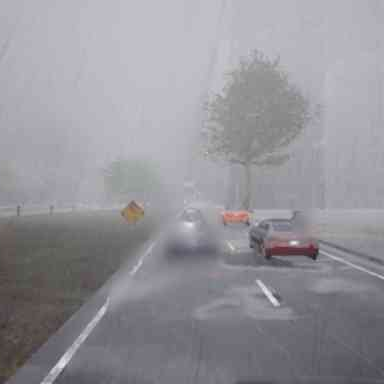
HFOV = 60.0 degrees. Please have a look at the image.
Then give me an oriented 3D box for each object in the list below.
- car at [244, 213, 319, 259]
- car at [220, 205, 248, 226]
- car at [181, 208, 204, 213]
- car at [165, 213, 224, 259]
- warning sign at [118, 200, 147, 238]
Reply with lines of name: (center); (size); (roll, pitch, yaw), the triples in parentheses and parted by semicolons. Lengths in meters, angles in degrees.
car: (3.529, 1.754, 13.451); (1.994, 1.385, 4.181); (0, -1, 0)
car: (3.535, 1.859, 28.449); (2.097, 1.767, 4.553); (0, -2, 0)
car: (0.033, 2.072, 28.444); (1.994, 1.385, 4.181); (0, -1, 1)
car: (0.025, 1.753, 13.403); (1.994, 1.385, 4.181); (0, -1, 0)
warning sign: (-3.041, 1.366, 17.049); (1.300, 1.860, 1.060); (0, -1, 0)
